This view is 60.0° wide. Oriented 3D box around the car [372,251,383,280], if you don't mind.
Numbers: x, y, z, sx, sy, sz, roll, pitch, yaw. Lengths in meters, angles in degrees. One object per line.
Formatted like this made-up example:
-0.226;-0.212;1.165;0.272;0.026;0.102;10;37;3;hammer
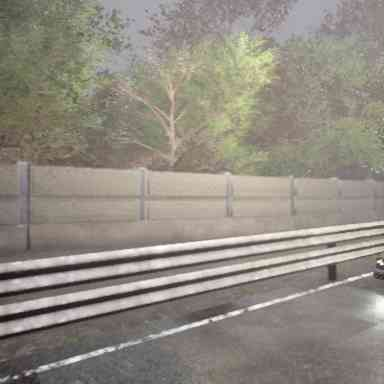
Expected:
6.762;1.500;8.462;5.357;1.411;2.033;0;0;-35;car
